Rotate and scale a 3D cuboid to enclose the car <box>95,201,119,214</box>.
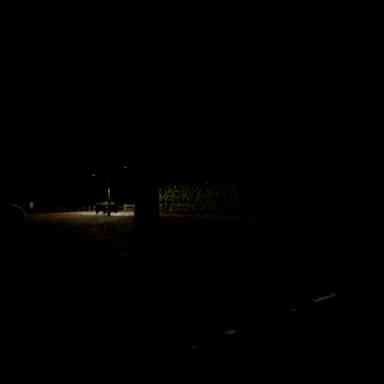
[{"bbox_3d":[-13.804,2.470,53.689,2.150,2.045,5.566,-1,-2,-36],"label":"car"}]

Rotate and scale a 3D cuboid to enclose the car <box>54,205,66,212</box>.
[{"bbox_3d":[-34.863,4.237,87.494,2.097,1.767,4.553,-1,-2,-36],"label":"car"}]
